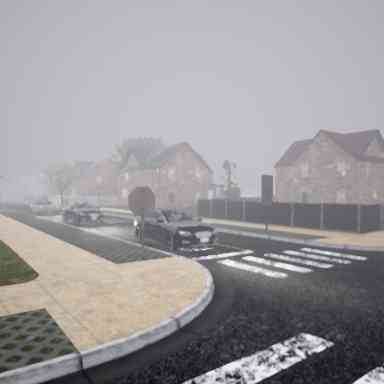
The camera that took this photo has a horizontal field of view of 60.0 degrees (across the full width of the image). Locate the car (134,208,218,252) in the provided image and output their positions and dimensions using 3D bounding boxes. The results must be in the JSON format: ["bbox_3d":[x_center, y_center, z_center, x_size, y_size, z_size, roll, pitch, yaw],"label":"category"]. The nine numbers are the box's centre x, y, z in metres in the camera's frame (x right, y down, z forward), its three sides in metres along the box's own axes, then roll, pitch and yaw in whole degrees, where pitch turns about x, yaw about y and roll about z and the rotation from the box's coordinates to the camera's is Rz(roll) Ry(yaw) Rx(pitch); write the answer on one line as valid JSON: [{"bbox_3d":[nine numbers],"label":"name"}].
[{"bbox_3d":[-0.845,1.452,13.959,2.128,1.511,4.902,1,0,-32],"label":"car"}]

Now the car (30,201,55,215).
[{"bbox_3d":[-14.887,1.559,33.518,1.895,1.301,4.718,1,0,-36],"label":"car"}]

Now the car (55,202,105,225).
[{"bbox_3d":[-7.861,1.447,23.851,2.128,1.511,4.902,1,0,-36],"label":"car"}]
